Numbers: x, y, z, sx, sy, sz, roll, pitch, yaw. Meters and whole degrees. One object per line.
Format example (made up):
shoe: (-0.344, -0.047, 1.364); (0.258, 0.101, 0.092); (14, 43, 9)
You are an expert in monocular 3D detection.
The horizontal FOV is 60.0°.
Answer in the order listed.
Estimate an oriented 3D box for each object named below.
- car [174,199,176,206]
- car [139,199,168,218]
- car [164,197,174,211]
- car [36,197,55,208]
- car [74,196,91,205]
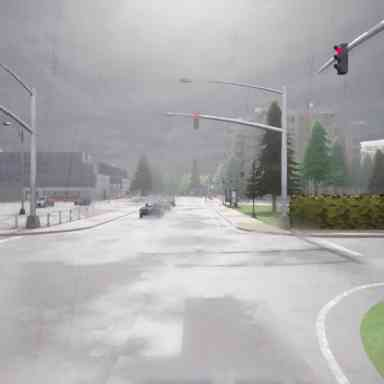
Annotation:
car: (-3.521, 1.478, 50.720); (1.882, 1.535, 5.008); (0, 0, 0)
car: (-3.582, 1.601, 30.241); (1.895, 1.301, 4.718); (0, 0, 0)
car: (-3.568, 1.564, 40.237); (1.994, 1.385, 4.181); (0, 0, 0)
car: (-20.482, 1.384, 45.617); (1.970, 1.475, 3.806); (0, 0, 0)
car: (-17.424, 1.374, 53.006); (1.845, 1.501, 3.633); (0, 0, 0)
